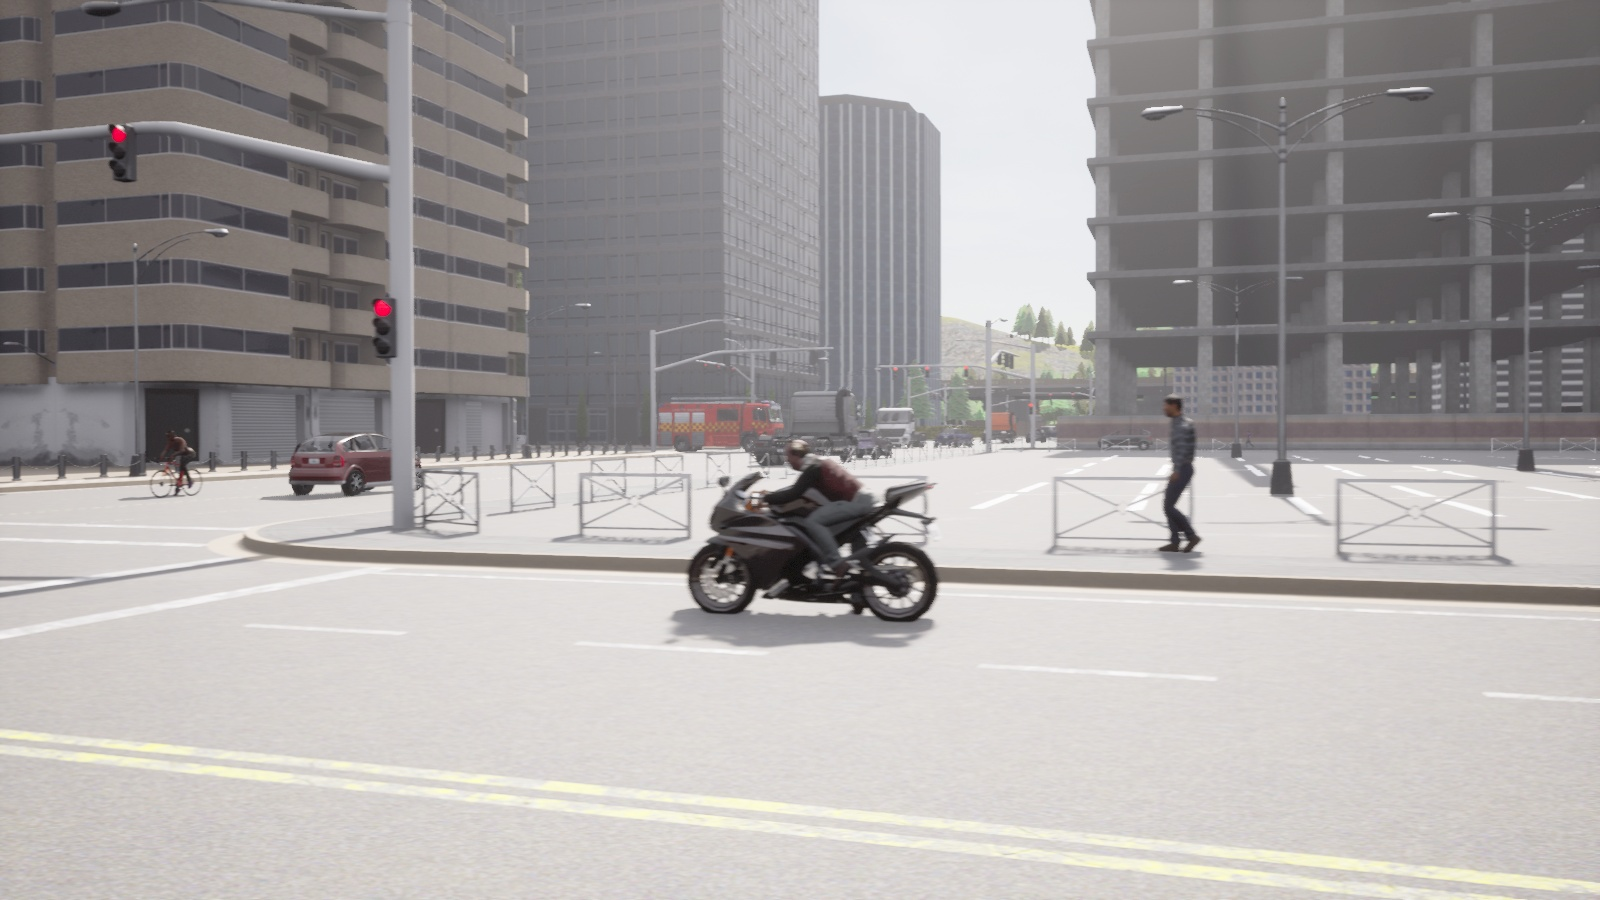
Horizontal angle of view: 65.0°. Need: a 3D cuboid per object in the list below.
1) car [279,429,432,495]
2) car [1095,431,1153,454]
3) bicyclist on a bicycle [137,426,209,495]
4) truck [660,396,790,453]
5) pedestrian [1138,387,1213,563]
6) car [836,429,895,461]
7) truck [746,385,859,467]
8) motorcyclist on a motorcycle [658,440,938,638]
[{"bbox_3d":[-11.181,0.252,31.849,1.789,1.549,3.705,1,1,17],"label":"car"},{"bbox_3d":[22.296,-0.554,86.389,3.705,1.549,1.789,1,1,17],"label":"car"},{"bbox_3d":[-15.246,0.231,30.571,0.582,1.620,1.656,1,1,17],"label":"bicyclist on a bicycle"},{"bbox_3d":[-5.216,-1.799,87.316,8.468,3.827,2.891,1,1,16],"label":"truck"},{"bbox_3d":[4.255,0.272,14.244,0.788,1.949,0.423,0,1,17],"label":"pedestrian"},{"bbox_3d":[3.582,-0.313,67.438,2.033,1.649,4.856,1,1,17],"label":"car"},{"bbox_3d":[0.277,-1.067,56.813,2.891,3.462,7.936,1,1,17],"label":"truck"},{"bbox_3d":[-0.008,0.692,10.578,2.191,1.530,0.866,1,1,18],"label":"motorcyclist on a motorcycle"}]
